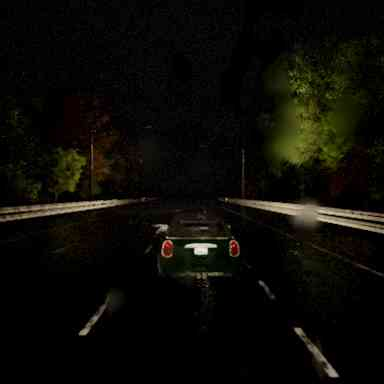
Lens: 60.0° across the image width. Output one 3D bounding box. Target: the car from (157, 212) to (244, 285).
[{"bbox_3d":[0.143,1.394,9.840,2.097,1.767,4.553,0,0,-2],"label":"car"}]
